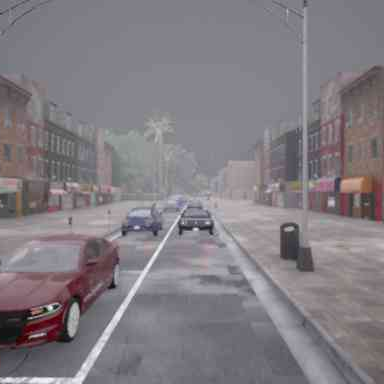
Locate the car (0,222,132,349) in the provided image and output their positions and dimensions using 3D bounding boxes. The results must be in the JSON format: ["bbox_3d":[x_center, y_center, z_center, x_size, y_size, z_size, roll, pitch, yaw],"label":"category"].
[{"bbox_3d":[-2.601,1.545,6.485,1.887,1.381,4.507,0,0,0],"label":"car"}]

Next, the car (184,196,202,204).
[{"bbox_3d":[0.362,1.611,41.954,1.994,1.385,4.181,0,0,0],"label":"car"}]

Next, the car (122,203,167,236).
[{"bbox_3d":[-2.637,1.533,18.299,1.812,1.442,4.674,0,0,0],"label":"car"}]

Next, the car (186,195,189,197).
[{"bbox_3d":[-2.213,1.652,66.588,2.008,1.369,4.403,0,0,0],"label":"car"}]

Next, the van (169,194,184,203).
[{"bbox_3d":[-2.354,1.390,44.732,1.690,1.788,3.998,0,0,0],"label":"van"}]

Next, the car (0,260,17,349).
[{"bbox_3d":[-2.636,1.437,1.020,1.967,1.590,4.097,0,0,0],"label":"car"}]

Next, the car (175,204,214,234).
[{"bbox_3d":[0.217,1.612,19.229,1.895,1.301,4.718,0,0,0],"label":"car"}]

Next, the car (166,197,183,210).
[{"bbox_3d":[-2.390,1.619,39.267,1.802,1.307,4.206,0,0,0],"label":"car"}]
